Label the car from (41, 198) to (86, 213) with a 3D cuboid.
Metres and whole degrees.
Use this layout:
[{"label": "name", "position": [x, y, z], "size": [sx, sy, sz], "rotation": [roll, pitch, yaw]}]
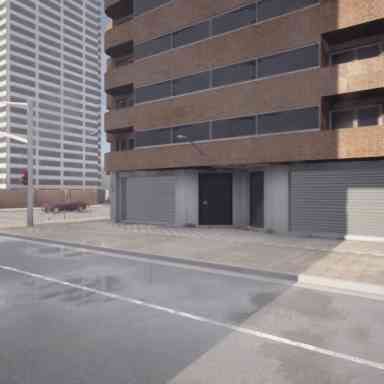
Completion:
[{"label": "car", "position": [-14.151, 1.477, 36.930], "size": [1.882, 1.535, 5.008], "rotation": [0, 0, 35]}]
